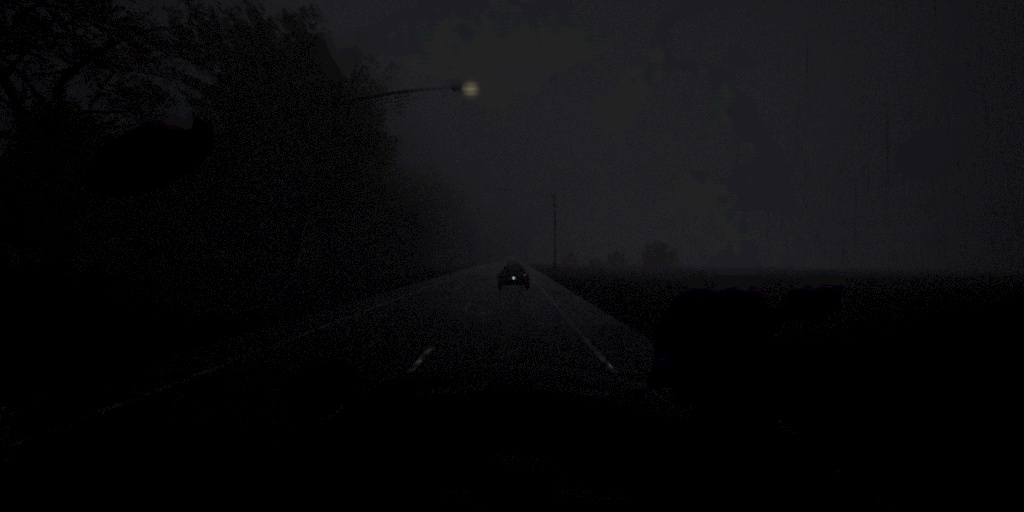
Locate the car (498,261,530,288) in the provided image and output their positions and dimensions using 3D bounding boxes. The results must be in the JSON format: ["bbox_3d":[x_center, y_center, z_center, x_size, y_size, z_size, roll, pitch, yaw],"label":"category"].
[{"bbox_3d":[0.100,1.259,23.161,1.994,1.385,4.181,0,0,0],"label":"car"}]
